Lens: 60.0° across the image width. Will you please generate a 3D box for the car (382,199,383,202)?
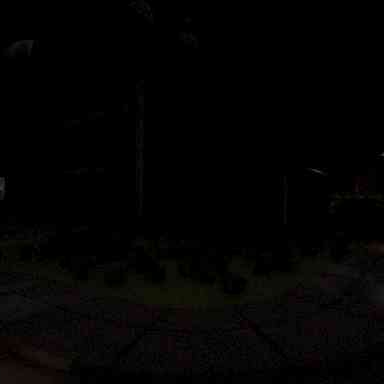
[{"bbox_3d":[34.263,1.694,57.995,1.816,1.474,4.193,0,0,36],"label":"car"}]
